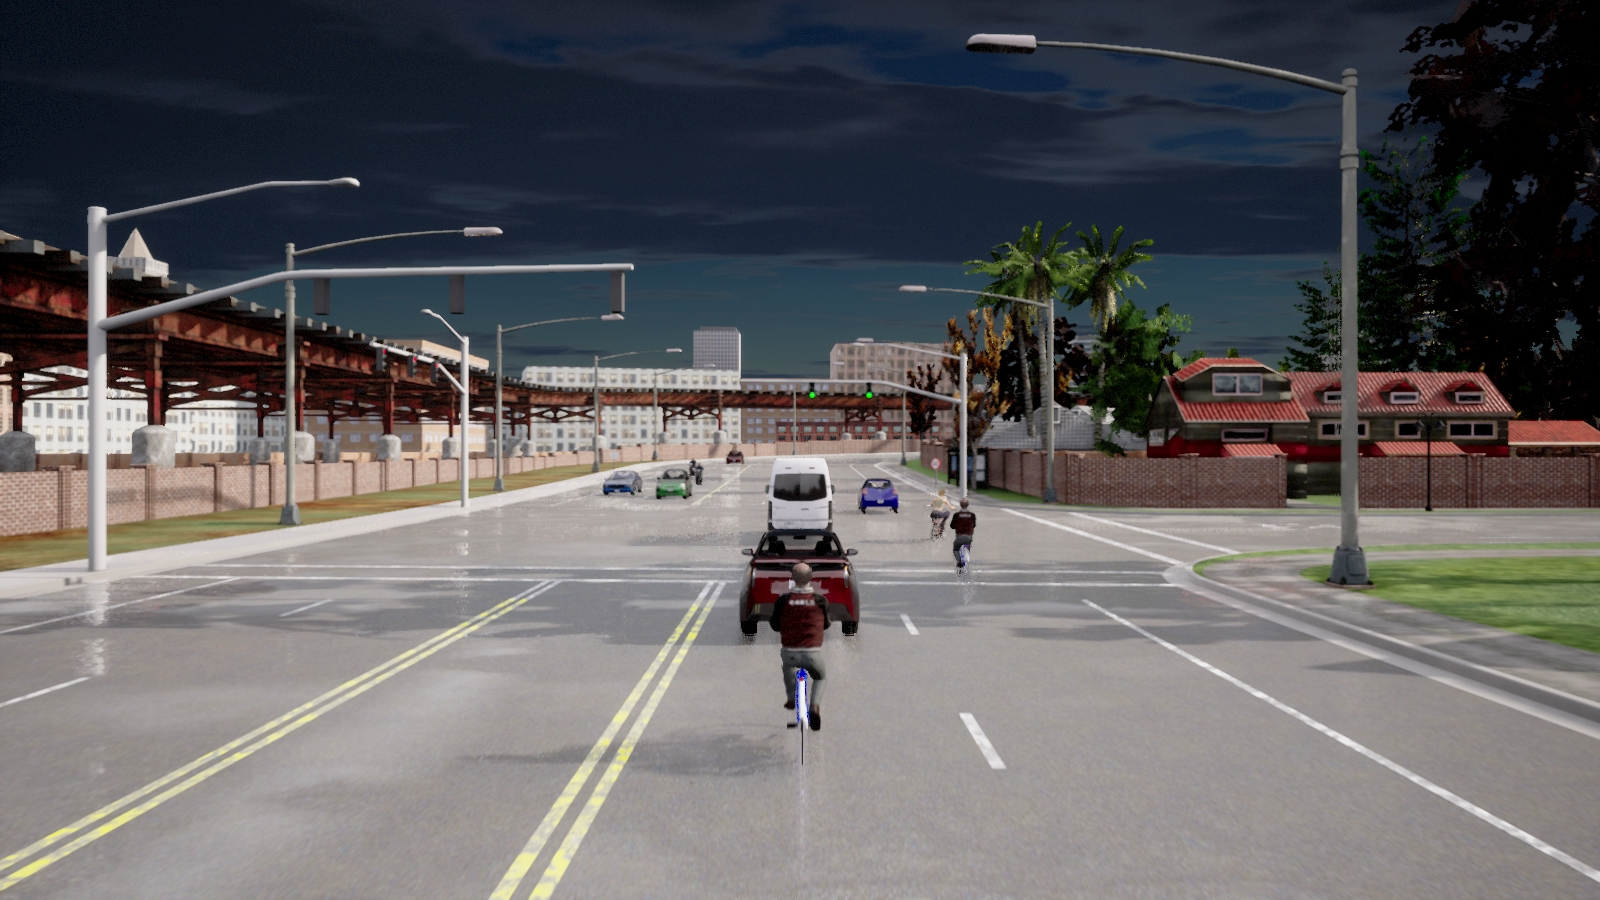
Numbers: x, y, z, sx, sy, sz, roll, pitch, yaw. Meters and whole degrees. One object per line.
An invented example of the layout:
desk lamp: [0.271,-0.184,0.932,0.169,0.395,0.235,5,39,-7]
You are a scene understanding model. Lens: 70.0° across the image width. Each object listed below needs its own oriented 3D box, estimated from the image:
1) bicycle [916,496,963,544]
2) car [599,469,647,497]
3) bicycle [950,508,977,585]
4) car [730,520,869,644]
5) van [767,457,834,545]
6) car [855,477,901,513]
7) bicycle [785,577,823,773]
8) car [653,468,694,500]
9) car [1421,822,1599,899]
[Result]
bicycle: [4.298,2.145,35.112,0.859,1.301,1.487,5,2,28]
car: [-10.499,1.947,68.155,2.033,1.411,5.357,0,1,0]
bicycle: [3.517,2.053,24.667,0.329,1.496,1.835,0,0,0]
car: [-0.004,2.044,18.762,2.007,1.525,4.514,0,0,0]
van: [0.013,1.535,36.762,1.988,2.561,5.915,0,0,0]
car: [3.500,2.013,51.733,1.845,1.501,3.633,0,0,0]
bicycle: [0.032,2.050,10.812,0.329,1.496,1.835,0,0,0]
car: [-6.999,1.888,63.728,1.851,1.617,3.988,0,1,0]
car: [3.173,2.107,1.559,2.033,1.411,5.357,0,0,4]
